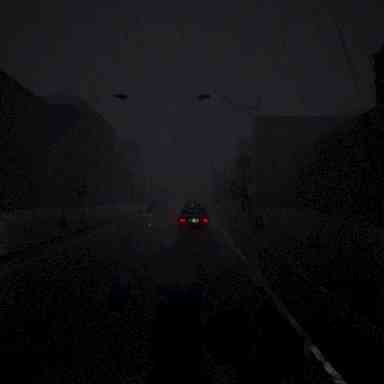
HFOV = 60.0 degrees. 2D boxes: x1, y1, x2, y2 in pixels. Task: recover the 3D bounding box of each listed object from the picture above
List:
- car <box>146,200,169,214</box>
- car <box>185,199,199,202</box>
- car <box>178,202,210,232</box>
[{"bbox_3d":[-3.549,1.551,34.796,1.994,1.385,4.181,0,0,1],"label":"car"},{"bbox_3d":[0.013,1.546,42.986,1.994,1.385,4.181,0,0,-1],"label":"car"},{"bbox_3d":[0.102,1.540,19.903,2.033,1.411,5.357,0,0,0],"label":"car"}]
